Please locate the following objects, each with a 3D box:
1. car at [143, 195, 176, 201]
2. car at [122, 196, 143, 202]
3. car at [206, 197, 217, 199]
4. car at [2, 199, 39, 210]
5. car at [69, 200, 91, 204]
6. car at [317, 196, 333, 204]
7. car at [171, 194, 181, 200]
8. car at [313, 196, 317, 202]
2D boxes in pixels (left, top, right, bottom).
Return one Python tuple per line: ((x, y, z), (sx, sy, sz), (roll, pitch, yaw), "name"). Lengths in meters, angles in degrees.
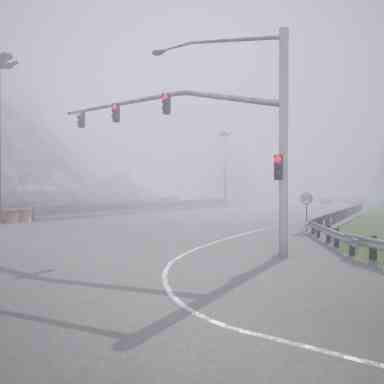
((-4.699, 1.505, 48.549), (1.994, 1.385, 4.181), (0, 0, 32), "car")
((-10.247, 1.468, 59.551), (2.033, 1.411, 5.357), (0, 0, 29), "car")
((3.695, 1.543, 64.230), (1.895, 1.301, 4.718), (0, 0, 22), "car")
((-21.709, 1.517, 41.250), (1.895, 1.301, 4.718), (0, 0, 32), "car")
((-12.483, 1.539, 36.193), (1.895, 1.301, 4.718), (0, 0, 32), "car")
((25.561, 1.549, 63.331), (1.994, 1.385, 4.181), (0, 0, 16), "car")
((-4.002, 1.244, 73.754), (2.097, 1.767, 4.553), (0, 0, 18), "car")
((28.111, 1.520, 72.920), (2.033, 1.411, 5.357), (0, 0, 7), "car")
